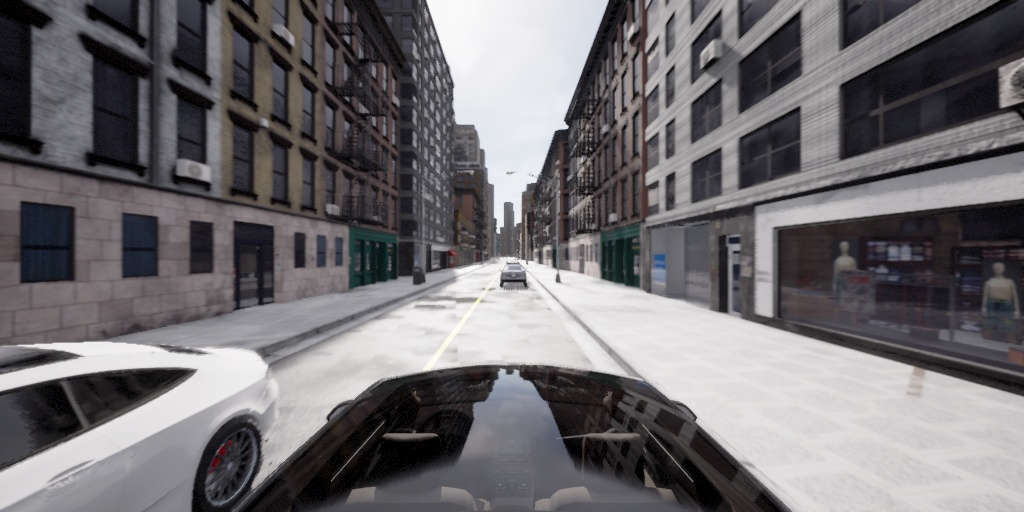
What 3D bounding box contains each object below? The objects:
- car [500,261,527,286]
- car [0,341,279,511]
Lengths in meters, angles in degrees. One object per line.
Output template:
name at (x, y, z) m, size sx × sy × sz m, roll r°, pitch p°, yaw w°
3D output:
car at (0.103, 1.296, 25.344) m, size 2.033 × 1.411 × 5.357 m, roll 0°, pitch 0°, yaw 0°
car at (-3.089, 1.276, 1.541) m, size 1.812 × 1.442 × 4.674 m, roll 0°, pitch 0°, yaw 0°
